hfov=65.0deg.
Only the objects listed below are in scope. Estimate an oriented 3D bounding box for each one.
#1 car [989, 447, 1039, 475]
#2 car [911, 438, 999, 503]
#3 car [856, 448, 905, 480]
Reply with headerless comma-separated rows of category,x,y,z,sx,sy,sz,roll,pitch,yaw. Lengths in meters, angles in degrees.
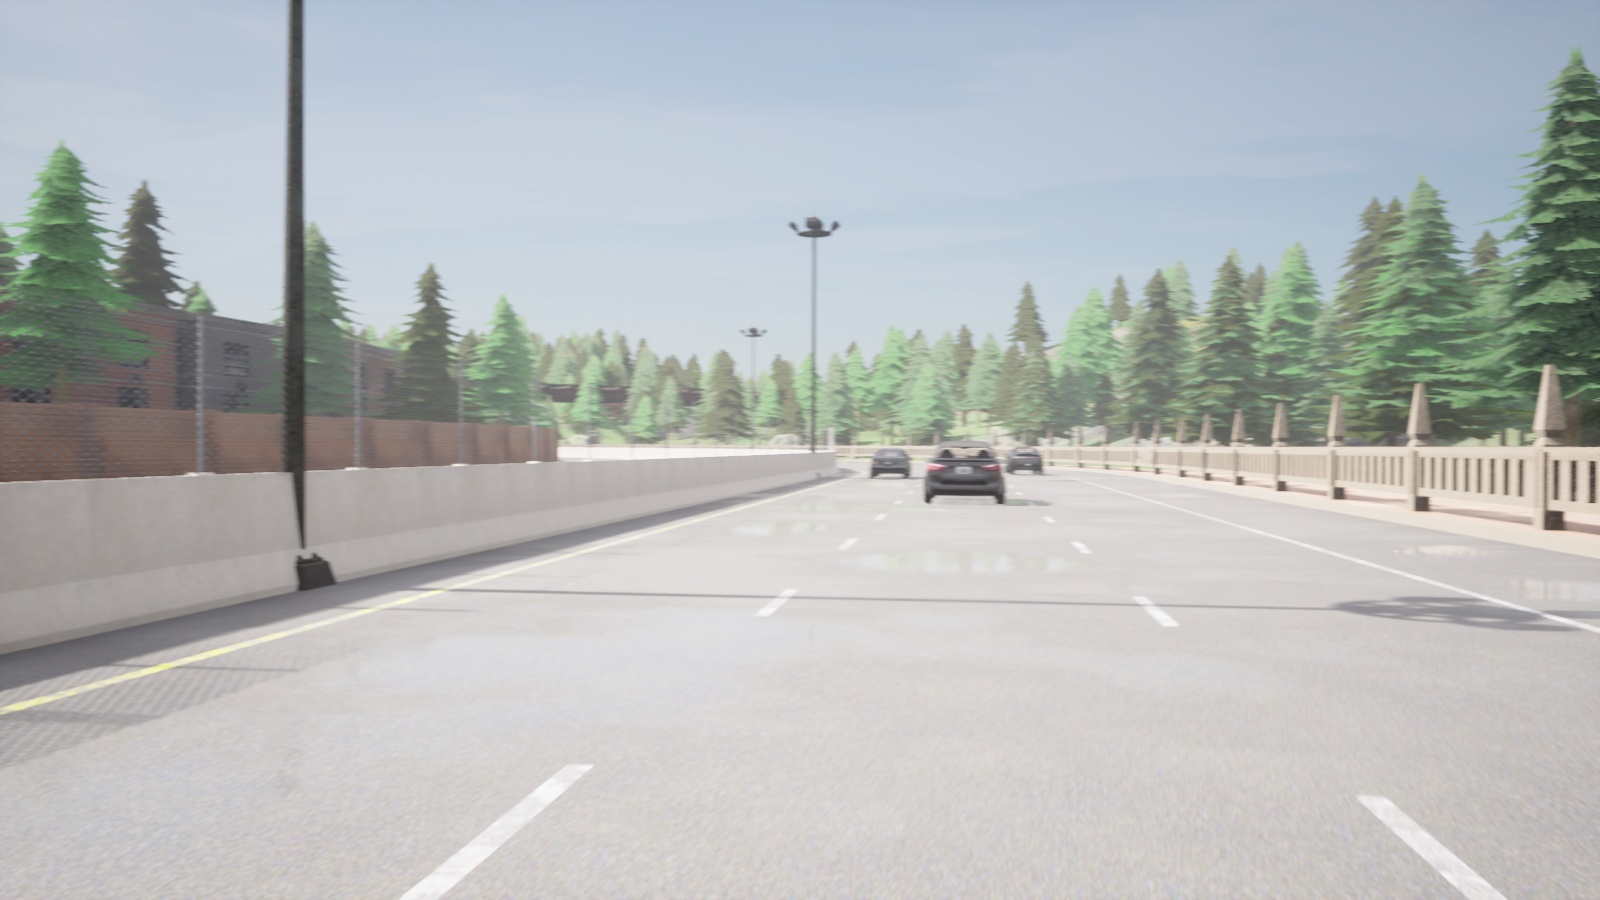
car,11.783,0.576,69.437,2.128,1.511,4.902,1,0,3
car,4.308,0.514,34.912,2.242,1.667,4.611,0,0,7
car,3.912,0.632,60.280,2.033,1.411,5.357,0,0,7
